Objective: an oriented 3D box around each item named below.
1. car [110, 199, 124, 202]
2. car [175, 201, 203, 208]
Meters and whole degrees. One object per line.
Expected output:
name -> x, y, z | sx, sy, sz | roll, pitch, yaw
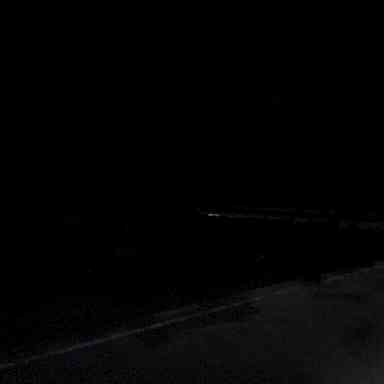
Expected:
car -> -11.970, 1.775, 53.619 | 1.895, 1.301, 4.718 | 0, 0, -36
car -> -0.467, 1.725, 37.412 | 1.994, 1.385, 4.181 | 0, 0, -36
